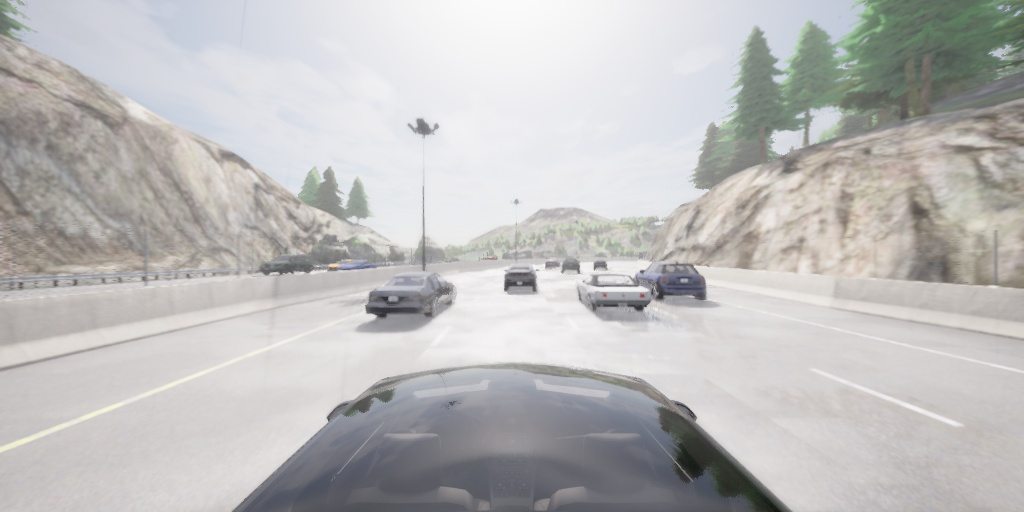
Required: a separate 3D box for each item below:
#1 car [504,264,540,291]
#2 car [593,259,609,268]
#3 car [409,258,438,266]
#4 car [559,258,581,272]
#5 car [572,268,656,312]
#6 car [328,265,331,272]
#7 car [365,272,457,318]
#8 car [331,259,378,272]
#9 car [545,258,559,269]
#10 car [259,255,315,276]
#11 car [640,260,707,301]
[{"bbox_3d":[0.606,1.203,21.750,1.837,1.490,4.892,-1,0,5],"label":"car"},{"bbox_3d":[12.488,1.129,50.529,1.837,1.490,4.892,-1,0,16],"label":"car"},{"bbox_3d":[-10.644,0.991,43.400,2.097,1.767,4.553,0,0,11],"label":"car"},{"bbox_3d":[7.054,0.995,42.374,2.097,1.767,4.553,0,0,12],"label":"car"},{"bbox_3d":[3.719,1.319,14.023,1.895,1.301,4.718,0,0,2],"label":"car"},{"bbox_3d":[-18.347,1.124,40.079,1.882,1.535,5.008,0,0,10],"label":"car"},{"bbox_3d":[-3.322,1.268,12.786,2.033,1.411,5.357,0,0,2],"label":"car"},{"bbox_3d":[-15.459,1.135,36.035,1.882,1.535,5.008,0,0,9],"label":"car"},{"bbox_3d":[6.324,1.104,54.454,2.128,1.511,4.902,0,0,16],"label":"car"},{"bbox_3d":[-22.527,0.878,36.204,2.150,2.045,5.566,0,0,8],"label":"car"},{"bbox_3d":[7.394,1.061,17.274,2.097,1.767,4.553,0,0,3],"label":"car"}]
